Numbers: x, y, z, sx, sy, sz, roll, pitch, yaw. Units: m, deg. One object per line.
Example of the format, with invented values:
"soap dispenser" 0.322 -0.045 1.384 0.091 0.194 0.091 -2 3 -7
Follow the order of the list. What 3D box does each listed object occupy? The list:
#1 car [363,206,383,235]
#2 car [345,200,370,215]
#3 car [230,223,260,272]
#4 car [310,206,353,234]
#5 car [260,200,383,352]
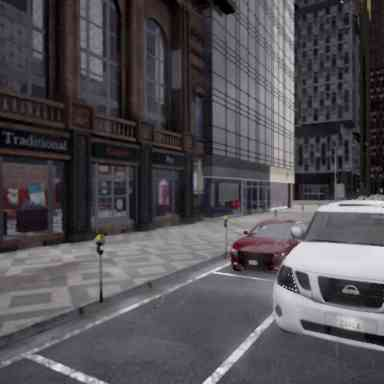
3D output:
"car" 11.162 1.583 19.238 1.895 1.301 4.718 0 0 31
"car" 17.234 1.521 34.548 1.947 1.339 4.313 0 0 31
"car" 2.697 1.538 10.330 1.887 1.381 4.507 0 0 31
"car" 8.512 1.564 20.017 1.802 1.307 4.206 0 0 31
"car" 3.314 1.218 6.357 2.150 2.045 5.566 0 0 31
